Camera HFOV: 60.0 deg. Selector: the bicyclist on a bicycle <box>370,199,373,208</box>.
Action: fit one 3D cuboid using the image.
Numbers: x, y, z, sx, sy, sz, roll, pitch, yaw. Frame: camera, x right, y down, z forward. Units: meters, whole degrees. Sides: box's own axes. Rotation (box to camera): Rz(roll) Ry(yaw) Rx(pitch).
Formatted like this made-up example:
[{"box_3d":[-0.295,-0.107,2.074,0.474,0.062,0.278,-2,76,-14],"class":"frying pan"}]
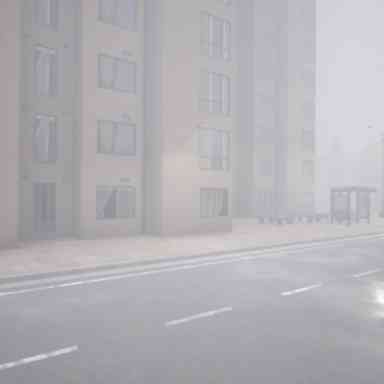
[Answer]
[{"box_3d":[28.570,1.748,53.364,1.656,1.620,0.582,0,0,-36],"class":"bicyclist on a bicycle"}]
